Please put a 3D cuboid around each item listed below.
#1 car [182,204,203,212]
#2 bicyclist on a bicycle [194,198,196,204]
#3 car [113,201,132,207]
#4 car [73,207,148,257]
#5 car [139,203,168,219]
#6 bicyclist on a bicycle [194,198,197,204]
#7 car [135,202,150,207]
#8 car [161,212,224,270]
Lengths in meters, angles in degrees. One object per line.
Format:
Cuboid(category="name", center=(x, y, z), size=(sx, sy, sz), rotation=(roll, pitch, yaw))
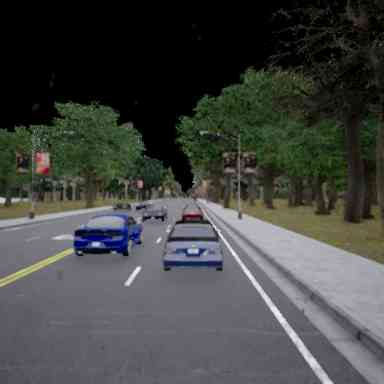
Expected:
Cuboid(category="car", center=(0.046, 1.869, 32.181), size=(1.994, 1.385, 4.181), rotation=(0, -1, 0))
Cuboid(category="bicyclist on a bicycle", center=(0.779, 2.331, 88.754), size=(0.582, 1.620, 1.656), rotation=(0, -1, 0))
Cuboid(category="car", center=(-9.895, 2.017, 47.443), size=(1.994, 1.385, 4.181), rotation=(0, -1, 0))
Cuboid(category="car", center=(-3.192, 1.607, 13.547), size=(1.882, 1.535, 5.008), rotation=(0, 0, 0))
Cuboid(category="car", center=(-3.208, 1.883, 29.688), size=(1.895, 1.301, 4.718), rotation=(0, -1, 0))
Cuboid(category="bicyclist on a bicycle", center=(0.792, 2.239, 79.752), size=(0.582, 1.620, 1.656), rotation=(0, -1, 0))
Cuboid(category="car", center=(-6.649, 2.040, 46.091), size=(1.895, 1.301, 4.718), rotation=(0, -1, 0))
Cuboid(category="car", center=(0.050, 1.657, 11.421), size=(2.033, 1.411, 5.357), rotation=(0, -1, 0))
